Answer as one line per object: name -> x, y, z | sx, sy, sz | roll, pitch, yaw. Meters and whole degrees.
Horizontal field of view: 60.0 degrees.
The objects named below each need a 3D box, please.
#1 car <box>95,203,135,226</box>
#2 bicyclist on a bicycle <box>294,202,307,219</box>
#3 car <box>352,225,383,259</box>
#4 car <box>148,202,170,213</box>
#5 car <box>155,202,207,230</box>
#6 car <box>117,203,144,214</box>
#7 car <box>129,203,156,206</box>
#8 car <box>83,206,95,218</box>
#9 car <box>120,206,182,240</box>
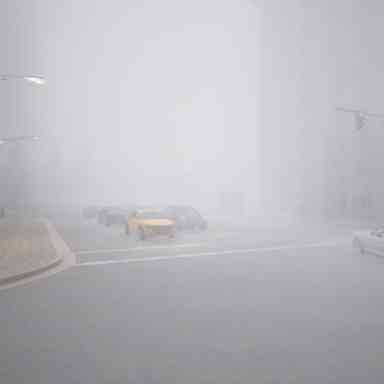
car -> -6.617, 1.943, 28.059 | 1.882, 1.535, 5.008 | 0, -1, -25
bicyclist on a bicycle -> 10.855, 1.842, 33.181 | 1.656, 1.620, 0.582 | 0, -1, -26
car -> 7.338, 1.792, 11.651 | 1.895, 1.301, 4.718 | 0, -1, 6
car -> -5.010, 2.319, 50.389 | 2.128, 1.511, 4.902 | 0, -1, -20
car -> -0.700, 1.745, 23.784 | 2.097, 1.767, 4.553 | 0, -1, -25
car -> -9.149, 2.356, 49.193 | 2.033, 1.411, 5.357 | 1, -1, -31
car -> -4.669, 2.008, 32.091 | 1.882, 1.535, 5.008 | 0, -1, -25
car -> -10.942, 2.216, 37.151 | 1.895, 1.301, 4.718 | 0, -1, -25
car -> -2.592, 1.803, 19.629 | 1.882, 1.535, 5.008 | 0, -1, -25
